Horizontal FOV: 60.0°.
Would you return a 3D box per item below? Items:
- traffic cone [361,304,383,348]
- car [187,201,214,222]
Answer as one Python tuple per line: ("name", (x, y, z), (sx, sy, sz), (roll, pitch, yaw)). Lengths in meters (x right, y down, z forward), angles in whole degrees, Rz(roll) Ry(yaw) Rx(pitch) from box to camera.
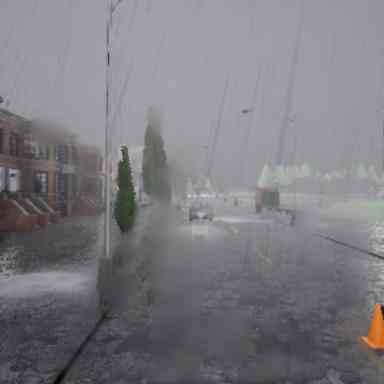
("traffic cone", (2.802, 1.985, 5.025), (0.340, 0.580, 0.340), (0, 0, 0))
("car", (0.683, 1.534, 26.833), (2.128, 1.511, 4.902), (0, 0, 0))
